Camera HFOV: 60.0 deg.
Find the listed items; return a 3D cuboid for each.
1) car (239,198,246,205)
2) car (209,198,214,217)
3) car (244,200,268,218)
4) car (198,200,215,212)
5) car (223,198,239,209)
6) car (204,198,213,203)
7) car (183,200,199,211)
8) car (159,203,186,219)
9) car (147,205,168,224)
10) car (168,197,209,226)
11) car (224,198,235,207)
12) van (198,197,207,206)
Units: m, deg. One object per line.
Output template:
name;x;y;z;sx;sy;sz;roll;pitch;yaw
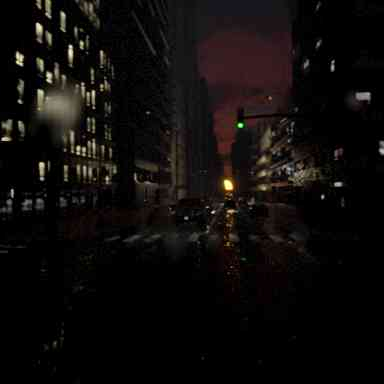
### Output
car;10.064;1.894;66.269;1.967;1.590;4.097;-2;-1;6
car;1.016;1.539;36.097;2.150;2.045;5.566;-1;-1;6
car;6.442;1.750;32.535;2.008;1.369;4.403;-2;-1;6
car;2.154;1.944;46.577;2.033;1.411;5.357;-1;-1;6
car;6.144;1.879;53.870;1.882;1.535;5.008;-1;0;6
car;4.757;2.359;95.272;2.008;1.369;4.403;-2;-1;6
car;-0.076;2.011;50.295;1.887;1.381;4.507;-2;-1;6
car;-1.888;1.905;33.429;1.947;1.339;4.313;-2;-1;6
car;-2.512;1.820;27.638;1.752;1.417;4.829;-2;-1;6
car;-0.112;1.460;25.680;2.150;2.045;5.566;-1;-1;6
car;7.277;1.962;64.802;1.882;1.535;5.008;-1;-1;6
van;2.334;1.978;72.786;1.690;1.788;3.998;-2;-1;6
